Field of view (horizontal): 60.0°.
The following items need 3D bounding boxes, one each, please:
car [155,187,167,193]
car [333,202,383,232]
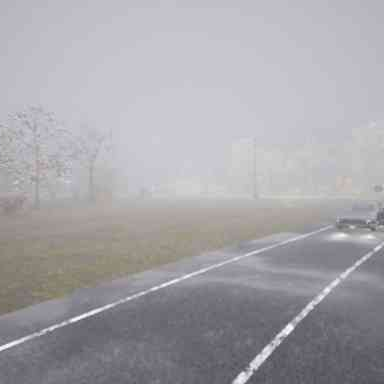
[{"bbox_3d":[-7.993,-0.346,84.803,5.566,2.045,2.150,0,1,39],"label":"car"},{"bbox_3d":[9.375,1.252,18.137,2.033,1.411,5.357,-2,0,39],"label":"car"}]
